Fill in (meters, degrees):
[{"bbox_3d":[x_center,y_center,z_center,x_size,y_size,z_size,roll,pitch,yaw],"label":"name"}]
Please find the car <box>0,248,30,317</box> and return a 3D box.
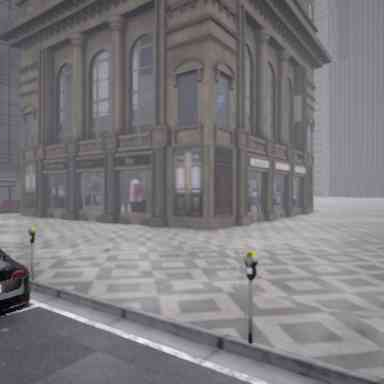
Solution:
[{"bbox_3d":[-4.834,1.569,6.407,4.313,1.339,1.947,0,0,36],"label":"car"}]
